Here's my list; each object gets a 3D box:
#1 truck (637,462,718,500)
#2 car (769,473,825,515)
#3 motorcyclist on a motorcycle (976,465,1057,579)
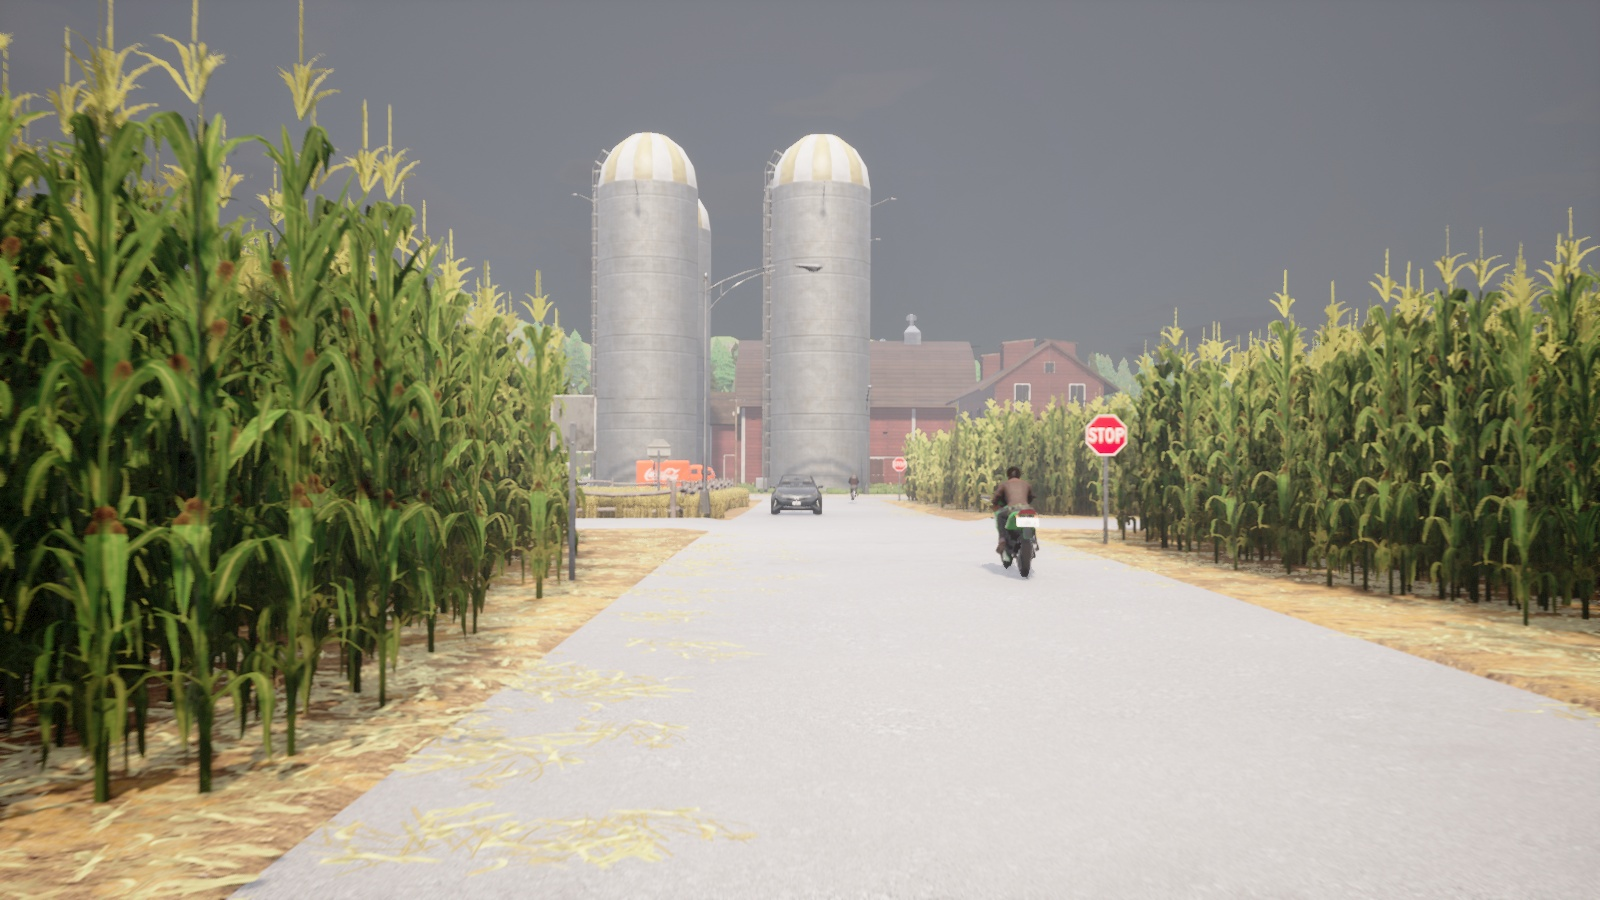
[{"bbox_3d":[-8.010,2.012,82.133,5.204,2.467,2.627,0,0,-6],"label":"truck"},{"bbox_3d":[-0.117,1.659,47.705,2.007,1.525,4.514,0,-2,0],"label":"car"},{"bbox_3d":[3.055,0.979,17.918,0.797,1.523,2.044,0,0,0],"label":"motorcyclist on a motorcycle"}]
